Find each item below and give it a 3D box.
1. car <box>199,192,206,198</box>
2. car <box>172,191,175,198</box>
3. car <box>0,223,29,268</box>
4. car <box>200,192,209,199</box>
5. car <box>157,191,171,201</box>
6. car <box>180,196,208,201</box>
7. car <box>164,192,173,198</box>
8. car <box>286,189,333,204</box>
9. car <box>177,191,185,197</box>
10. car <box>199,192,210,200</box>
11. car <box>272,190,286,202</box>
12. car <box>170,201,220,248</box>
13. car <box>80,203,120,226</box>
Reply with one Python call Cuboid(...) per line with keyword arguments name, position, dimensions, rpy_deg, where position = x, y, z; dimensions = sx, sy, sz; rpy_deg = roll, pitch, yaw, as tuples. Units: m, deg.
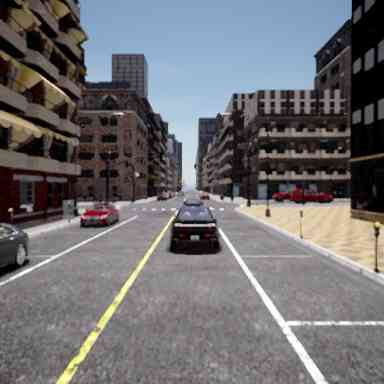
Cuboid(name="car", position=(2.723, 0.784, 85.910), dimensions=(1.802, 1.307, 4.206), rpy_deg=(0, 1, 0))
Cuboid(name="car", position=(-5.662, 0.618, 74.544), dimensions=(2.192, 1.841, 5.009), rpy_deg=(0, 1, 0))
Cuboid(name="car", position=(-5.688, 1.469, 8.243), dimensions=(2.008, 1.369, 4.403), rpy_deg=(0, 1, 0))
Cuboid(name="car", position=(2.718, 0.743, 74.544), dimensions=(1.967, 1.590, 4.097), rpy_deg=(0, 1, 0))
Cuboid(name="car", position=(-5.666, 0.971, 63.182), dimensions=(1.947, 1.339, 4.313), rpy_deg=(0, 1, 0))
Cuboid(name="car", position=(0.110, 1.282, 28.986), dimensions=(1.994, 1.385, 4.181), rpy_deg=(0, 0, 0))
Cuboid(name="car", position=(-5.660, 0.779, 80.058), dimensions=(1.752, 1.417, 4.829), rpy_deg=(0, 1, 0))
Cuboid(name="car", position=(14.709, 0.631, 41.107), dimensions=(5.009, 1.841, 2.192), rpy_deg=(-1, 2, 0))
Cuboid(name="car", position=(-2.964, 0.512, 90.994), dimensions=(2.097, 1.767, 4.553), rpy_deg=(0, 1, 0))
Cuboid(name="car", position=(2.716, 0.794, 68.862), dimensions=(1.967, 1.590, 4.097), rpy_deg=(0, 1, 0))
Cuboid(name="car", position=(14.578, 0.536, 49.485), dimensions=(5.009, 1.841, 2.192), rpy_deg=(-1, 2, 0))
Cuboid(name="car", position=(0.105, 1.354, 13.974), dimensions=(2.128, 1.511, 4.902), rpy_deg=(0, 0, 0))
Cuboid(name="car", position=(-5.733, 1.376, 21.160), dimensions=(1.802, 1.307, 4.206), rpy_deg=(0, 1, 0))
